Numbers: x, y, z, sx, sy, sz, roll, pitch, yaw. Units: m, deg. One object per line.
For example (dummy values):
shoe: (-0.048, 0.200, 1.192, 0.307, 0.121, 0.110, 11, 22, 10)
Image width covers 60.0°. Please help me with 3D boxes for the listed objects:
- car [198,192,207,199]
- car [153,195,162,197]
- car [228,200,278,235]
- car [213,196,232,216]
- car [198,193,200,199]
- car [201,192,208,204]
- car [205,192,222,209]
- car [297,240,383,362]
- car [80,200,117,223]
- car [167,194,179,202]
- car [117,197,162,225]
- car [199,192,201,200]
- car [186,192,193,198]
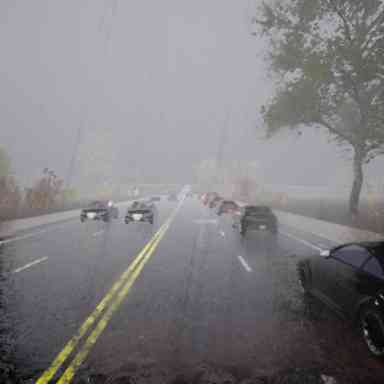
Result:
car: (2.599, 0.852, 84.940, 2.097, 1.767, 4.553, 0, 0, -1)
car: (-6.939, 1.228, 65.700, 1.895, 1.301, 4.718, 0, 0, 0)
car: (3.313, 1.412, 18.070, 1.837, 1.490, 4.892, 0, 0, 0)
car: (3.156, 1.370, 29.948, 1.812, 1.442, 4.674, 0, 0, 0)
car: (2.723, 1.079, 73.972, 1.837, 1.490, 4.892, 0, 0, -1)
car: (2.971, 0.937, 51.997, 2.150, 2.045, 5.566, 0, 0, -1)
car: (3.076, 1.213, 40.958, 2.033, 1.649, 4.856, 0, 0, 0)
car: (3.343, 1.532, 5.830, 1.994, 1.385, 4.181, 0, 0, 0)
car: (-6.664, 1.368, 24.363, 2.128, 1.511, 4.902, 0, 0, 0)
car: (-3.684, 1.131, 64.739, 1.837, 1.490, 4.892, 0, 1, 0)
car: (-3.408, 1.374, 23.063, 2.128, 1.511, 4.902, 0, 0, 0)
car: (2.848, 1.125, 62.972, 1.882, 1.535, 5.008, 0, 0, -1)
car: (-0.749, 0.837, 93.955, 1.812, 1.442, 4.674, 0, 0, -1)
